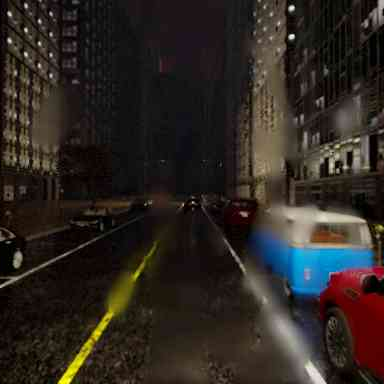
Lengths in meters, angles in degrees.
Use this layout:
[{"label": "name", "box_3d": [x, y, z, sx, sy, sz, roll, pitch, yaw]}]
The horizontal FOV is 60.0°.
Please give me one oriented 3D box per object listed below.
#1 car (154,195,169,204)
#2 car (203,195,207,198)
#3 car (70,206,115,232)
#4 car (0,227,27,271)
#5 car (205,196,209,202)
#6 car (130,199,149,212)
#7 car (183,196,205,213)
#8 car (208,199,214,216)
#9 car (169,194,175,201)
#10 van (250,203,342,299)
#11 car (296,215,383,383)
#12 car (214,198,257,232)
[{"label": "car", "box_3d": [-5.676, 1.398, 58.858, 1.887, 1.381, 4.507, 1, 0, 0]}, {"label": "car", "box_3d": [2.706, 1.372, 70.153, 2.008, 1.369, 4.403, 1, 0, 0]}, {"label": "car", "box_3d": [-5.681, 1.505, 19.359, 2.008, 1.369, 4.403, 1, 0, 0]}, {"label": "car", "box_3d": [-5.682, 1.531, 8.073, 2.008, 1.369, 4.403, 1, 0, 0]}, {"label": "car", "box_3d": [2.702, 1.438, 36.475, 1.752, 1.417, 4.829, 1, 0, 0]}, {"label": "car", "box_3d": [-5.679, 1.463, 36.287, 2.008, 1.369, 4.403, 1, 0, 0]}, {"label": "car", "box_3d": [0.105, 1.420, 35.559, 1.837, 1.490, 4.892, 0, 0, 0]}, {"label": "car", "box_3d": [2.701, 1.509, 30.664, 1.802, 1.307, 4.206, 1, 0, 0]}, {"label": "car", "box_3d": [-5.673, 1.315, 81.259, 1.752, 1.417, 4.829, 1, 0, 0]}, {"label": "van", "box_3d": [2.701, 1.322, 8.098, 1.690, 1.788, 3.998, 1, 0, 0]}, {"label": "car", "box_3d": [2.700, 1.309, 2.456, 2.192, 1.841, 5.009, 1, 0, 0]}, {"label": "car", "box_3d": [2.703, 1.269, 19.380, 2.192, 1.841, 5.009, 1, 0, 0]}]
